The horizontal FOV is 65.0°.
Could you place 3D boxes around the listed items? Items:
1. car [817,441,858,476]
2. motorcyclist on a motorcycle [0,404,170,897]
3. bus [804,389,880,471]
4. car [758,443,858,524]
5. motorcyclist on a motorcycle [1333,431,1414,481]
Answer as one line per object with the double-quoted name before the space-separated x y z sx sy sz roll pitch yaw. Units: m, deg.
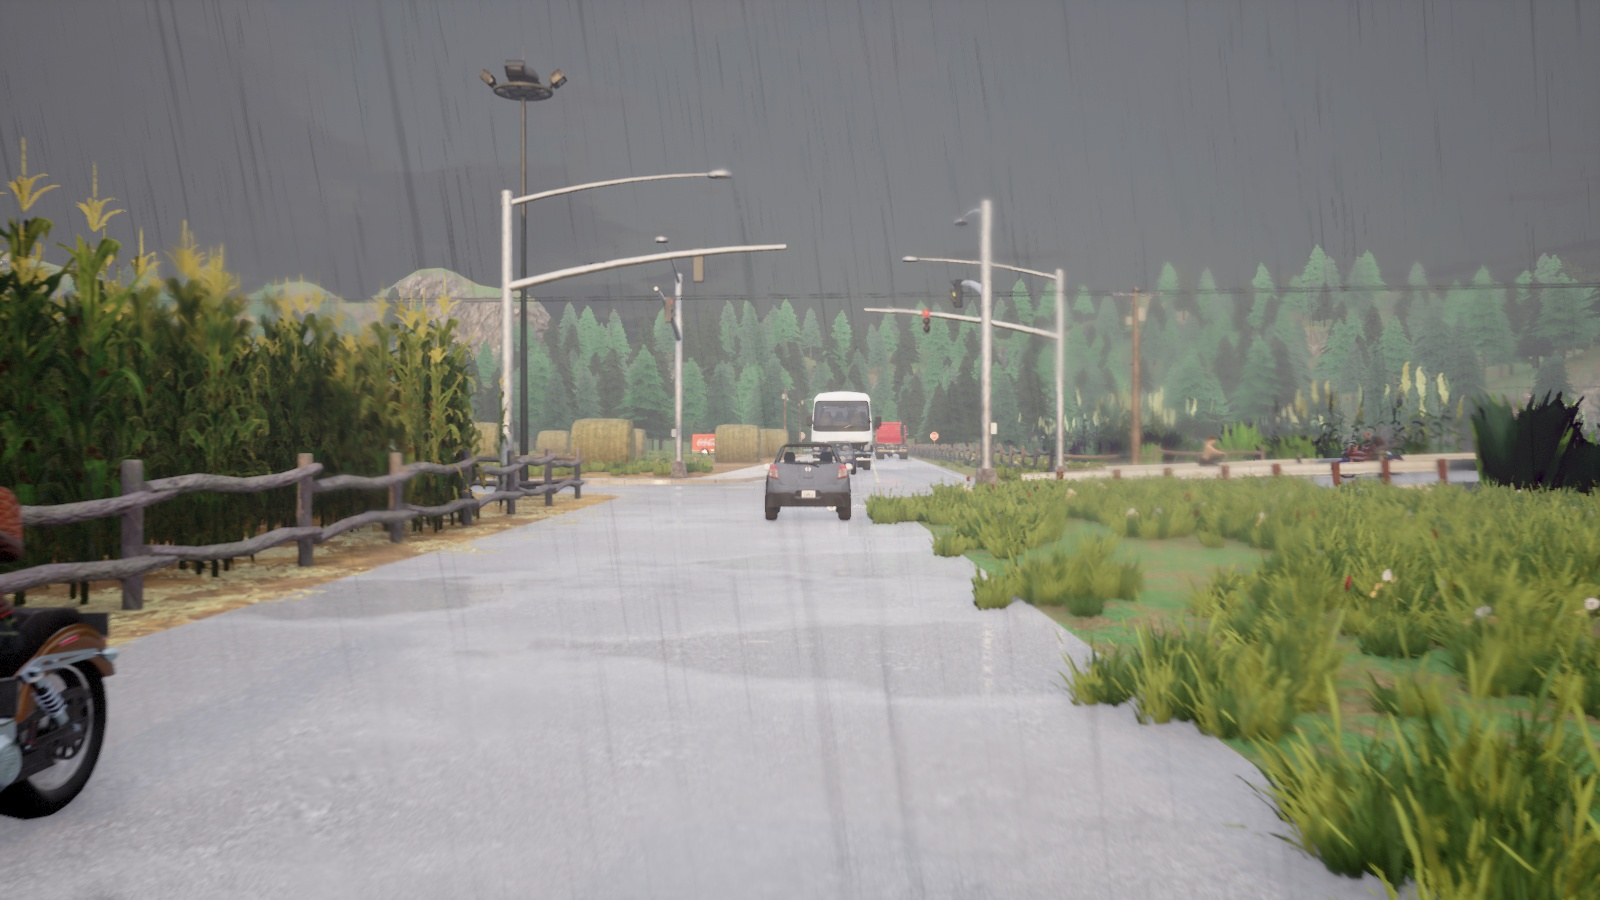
"car" 1.765 0.365 57.952 1.789 1.549 3.705 0 0 3
"motorcyclist on a motorcycle" -3.061 0.671 4.143 0.766 1.649 2.350 0 1 0
"bus" 2.429 -1.059 70.232 3.944 4.253 10.273 0 0 3
"car" 0.158 0.619 25.138 1.845 1.501 3.633 0 0 0
"motorcyclist on a motorcycle" 18.670 0.195 40.932 2.191 1.530 0.866 -3 0 6
